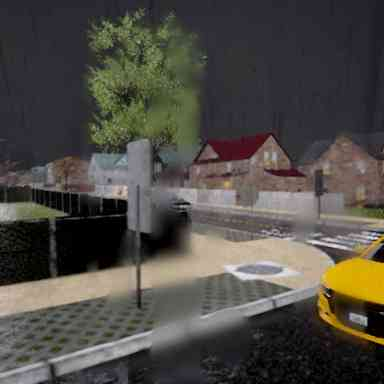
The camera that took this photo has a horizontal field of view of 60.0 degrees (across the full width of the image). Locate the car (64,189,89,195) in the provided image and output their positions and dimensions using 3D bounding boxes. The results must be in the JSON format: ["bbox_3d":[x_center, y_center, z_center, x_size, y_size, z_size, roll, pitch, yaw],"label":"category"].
[{"bbox_3d":[-14.555,0.267,41.894,1.895,1.301,4.718,-1,2,-34],"label":"car"}]

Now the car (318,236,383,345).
[{"bbox_3d":[4.321,1.441,6.030,5.008,1.535,1.882,-1,1,-36],"label":"car"}]

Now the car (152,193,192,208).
[{"bbox_3d":[-1.868,0.827,23.687,2.128,1.511,4.902,-1,2,-35],"label":"car"}]
